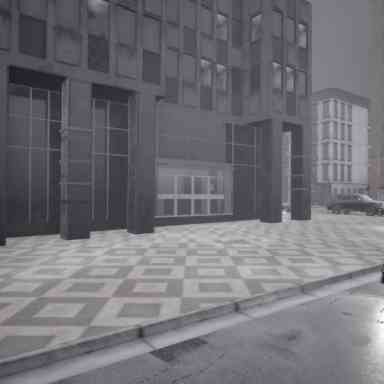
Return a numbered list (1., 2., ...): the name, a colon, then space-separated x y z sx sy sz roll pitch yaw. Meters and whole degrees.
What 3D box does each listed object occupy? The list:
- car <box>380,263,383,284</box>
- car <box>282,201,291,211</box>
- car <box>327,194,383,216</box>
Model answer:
1. car: 6.293 1.567 7.864 4.181 1.385 1.994 0 0 -35
2. car: 9.964 1.495 39.999 1.812 1.442 4.674 1 0 -36
3. car: 15.793 1.187 31.880 2.150 2.045 5.566 1 -1 -36
